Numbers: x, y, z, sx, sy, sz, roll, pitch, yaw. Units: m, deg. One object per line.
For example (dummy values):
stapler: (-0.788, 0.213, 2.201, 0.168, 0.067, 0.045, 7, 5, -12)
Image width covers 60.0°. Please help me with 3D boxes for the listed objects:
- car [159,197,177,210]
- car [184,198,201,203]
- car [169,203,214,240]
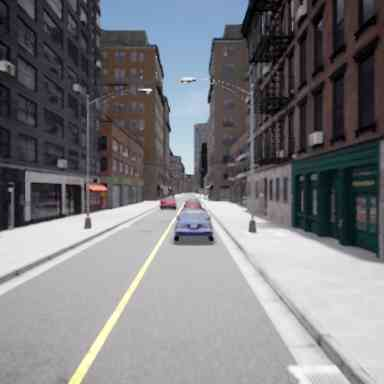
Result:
car: (-2.776, 1.313, 39.687, 1.882, 1.535, 5.008, 0, 0, 0)
car: (0.070, 1.407, 37.485, 1.994, 1.385, 4.181, 0, 0, 0)
car: (0.083, 1.482, 16.606, 2.033, 1.411, 5.357, 0, 0, 0)
